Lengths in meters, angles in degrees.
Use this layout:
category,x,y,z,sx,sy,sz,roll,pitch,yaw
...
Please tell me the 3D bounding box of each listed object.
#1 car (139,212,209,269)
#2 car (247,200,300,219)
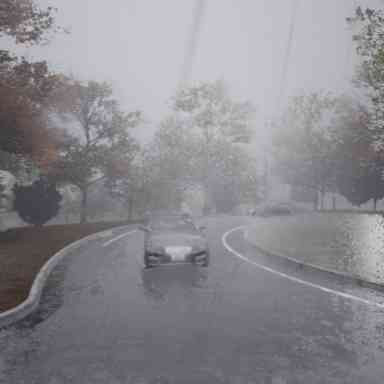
category,x,y,z,sx,sy,sz,roll,pitch,yaw
car,-0.701,1.448,11.148,2.128,1.511,4.902,0,0,-8
car,6.883,1.429,27.963,4.902,1.511,2.128,0,0,-28
